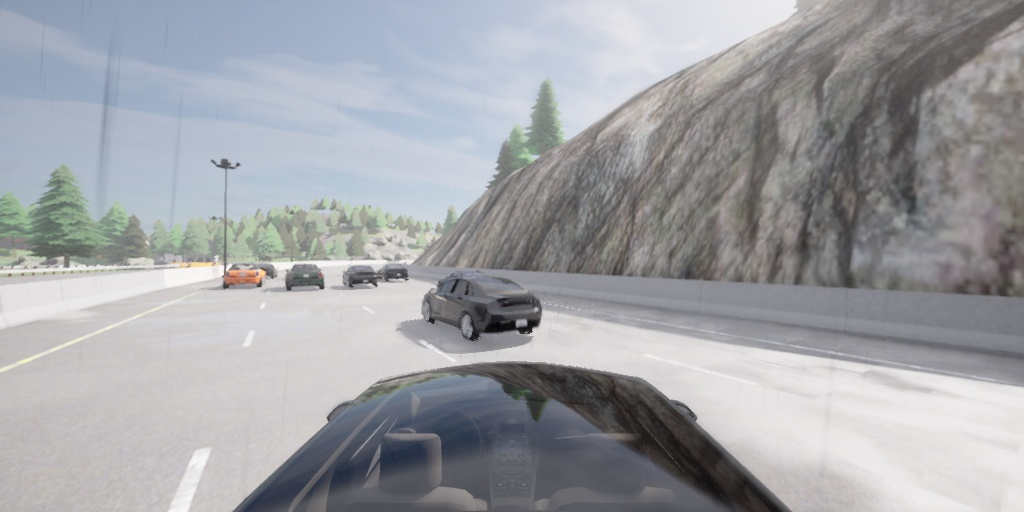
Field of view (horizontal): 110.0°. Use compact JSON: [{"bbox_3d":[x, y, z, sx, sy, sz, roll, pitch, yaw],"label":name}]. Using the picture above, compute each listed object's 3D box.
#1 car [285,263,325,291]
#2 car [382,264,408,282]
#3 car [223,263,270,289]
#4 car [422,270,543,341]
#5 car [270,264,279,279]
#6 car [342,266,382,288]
[{"bbox_3d":[-13.863,1.269,23.953,2.097,1.767,4.553,0,0,-32],"label":"car"},{"bbox_3d":[-10.861,1.463,32.579,1.882,1.535,5.008,0,0,-30],"label":"car"},{"bbox_3d":[-18.846,1.276,25.463,2.097,1.767,4.553,0,-1,-31],"label":"car"},{"bbox_3d":[-1.083,1.322,10.343,1.837,1.490,4.892,0,-1,-33],"label":"car"},{"bbox_3d":[-24.262,1.502,35.230,1.837,1.490,4.892,0,-1,-28],"label":"car"},{"bbox_3d":[-11.110,1.440,26.140,1.837,1.490,4.892,0,0,-31],"label":"car"}]
